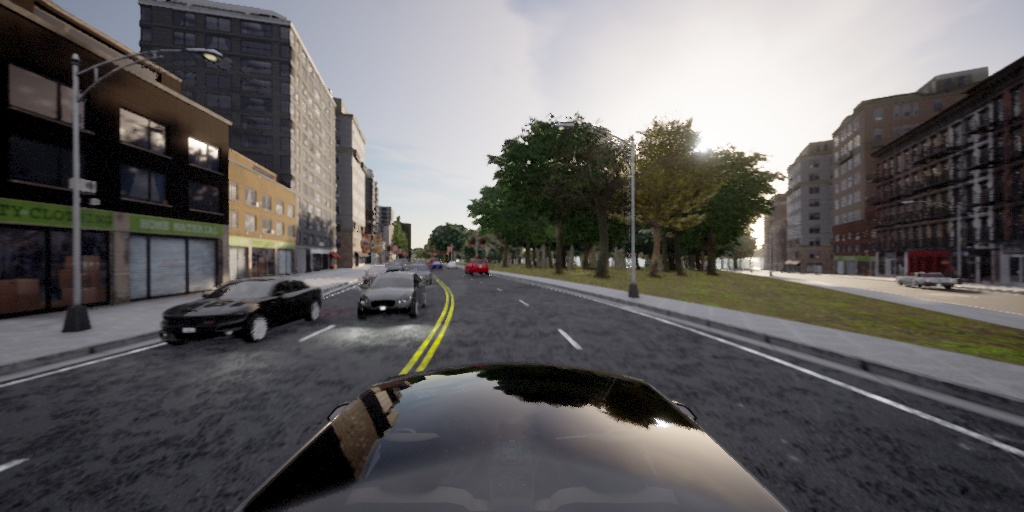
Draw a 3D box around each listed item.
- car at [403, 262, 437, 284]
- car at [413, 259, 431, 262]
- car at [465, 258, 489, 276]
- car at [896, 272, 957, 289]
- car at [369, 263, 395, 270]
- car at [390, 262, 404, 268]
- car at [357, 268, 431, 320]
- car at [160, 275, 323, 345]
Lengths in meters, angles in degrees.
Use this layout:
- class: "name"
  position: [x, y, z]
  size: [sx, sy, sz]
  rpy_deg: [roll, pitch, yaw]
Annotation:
- class: "car"
  position: [-7.598, 1.521, 29.667]
  size: [2.128, 1.511, 4.902]
  rpy_deg: [0, 0, -14]
- class: "car"
  position: [-12.467, 1.420, 48.402]
  size: [2.150, 2.045, 5.566]
  rpy_deg: [0, -1, -14]
- class: "car"
  position: [-4.261, 1.320, 43.266]
  size: [2.150, 2.045, 5.566]
  rpy_deg: [0, 0, -15]
- class: "car"
  position: [34.041, 1.988, 29.676]
  size: [1.895, 1.301, 4.718]
  rpy_deg: [0, -1, 28]
- class: "car"
  position: [-10.831, 1.576, 29.170]
  size: [1.812, 1.442, 4.674]
  rpy_deg: [0, 0, -14]
- class: "car"
  position: [-15.781, 1.571, 48.209]
  size: [2.097, 1.767, 4.553]
  rpy_deg: [0, 0, -14]
- class: "car"
  position: [-4.292, 1.371, 13.371]
  size: [1.837, 1.490, 4.892]
  rpy_deg: [-1, -1, -8]
- class: "car"
  position: [-7.233, 1.354, 10.233]
  size: [1.882, 1.535, 5.008]
  rpy_deg: [-1, -1, -6]
